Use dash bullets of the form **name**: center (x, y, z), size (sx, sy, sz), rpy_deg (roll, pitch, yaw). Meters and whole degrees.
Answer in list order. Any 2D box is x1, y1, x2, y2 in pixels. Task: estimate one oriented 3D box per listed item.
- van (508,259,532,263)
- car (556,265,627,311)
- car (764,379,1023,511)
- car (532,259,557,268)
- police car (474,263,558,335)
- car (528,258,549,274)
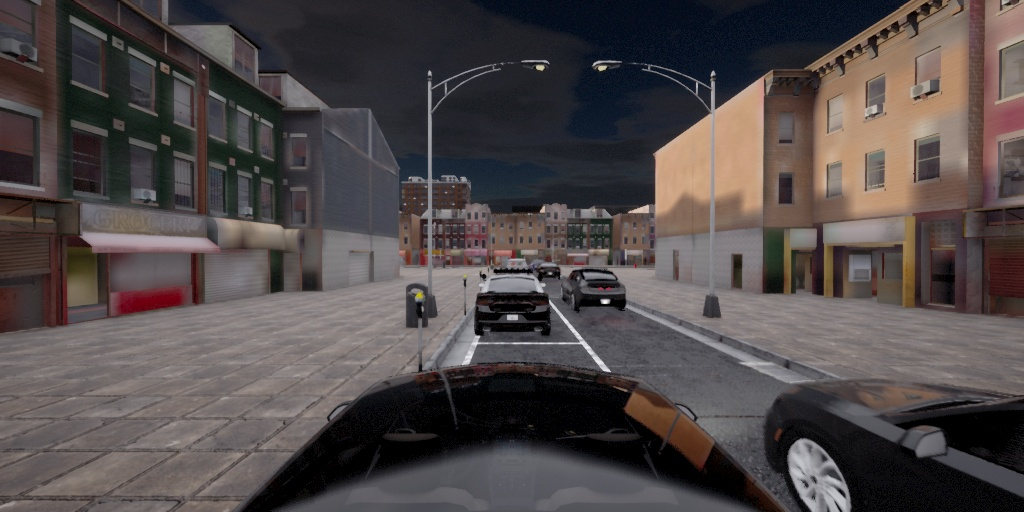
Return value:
- **van**: center (0.382, 1.095, 27.349), size (1.690, 1.789, 3.998), rpy_deg (0, 0, 0)
- **car**: center (3.121, 1.255, 14.401), size (1.837, 1.490, 4.892), rpy_deg (0, 0, 0)
- **car**: center (3.120, 1.251, 1.151), size (1.837, 1.490, 4.892), rpy_deg (0, -1, 0)
- **car**: center (3.021, 1.234, 30.735), size (1.882, 1.535, 5.008), rpy_deg (0, 0, 0)
- **police car**: center (0.012, 1.174, 10.611), size (1.930, 1.638, 5.238), rpy_deg (0, 0, 0)
- **car**: center (3.120, 1.117, 43.176), size (2.097, 1.767, 4.553), rpy_deg (0, 0, 0)
